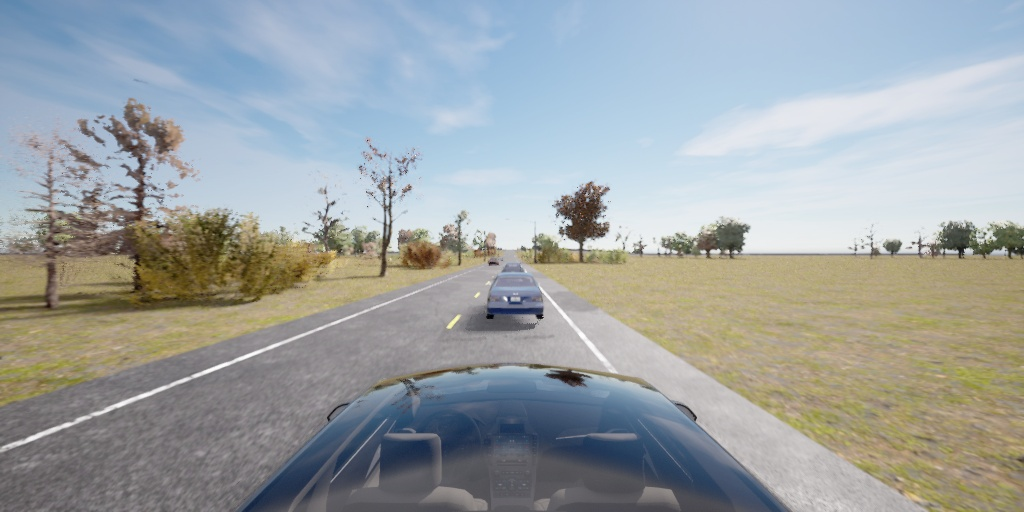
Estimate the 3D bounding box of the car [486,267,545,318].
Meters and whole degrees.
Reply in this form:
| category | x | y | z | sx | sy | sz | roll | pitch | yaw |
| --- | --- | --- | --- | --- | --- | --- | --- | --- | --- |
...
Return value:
| category | x | y | z | sx | sy | sz | roll | pitch | yaw |
| --- | --- | --- | --- | --- | --- | --- | --- | --- | --- |
| car | 0.100 | 1.278 | 12.791 | 2.033 | 1.411 | 5.357 | 0 | 0 | 0 |

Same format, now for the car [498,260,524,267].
| category | x | y | z | sx | sy | sz | roll | pitch | yaw |
| --- | --- | --- | --- | --- | --- | --- | --- | --- | --- |
| car | 0.100 | 1.260 | 30.711 | 1.994 | 1.385 | 4.181 | 0 | 0 | 0 |
